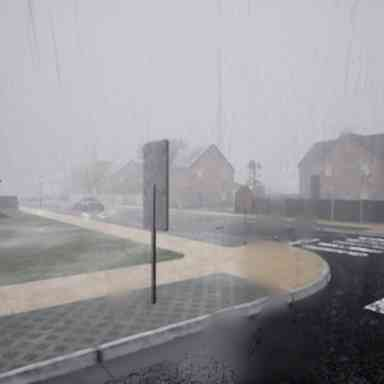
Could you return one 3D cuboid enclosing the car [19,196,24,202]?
[{"bbox_3d":[-40.877,1.591,81.286,2.033,1.411,5.357,0,-1,-36],"label":"car"}]

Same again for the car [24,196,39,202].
[{"bbox_3d":[-34.968,1.459,73.166,1.994,1.385,4.181,0,-1,-36],"label":"car"}]

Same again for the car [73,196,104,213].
[{"bbox_3d":[-11.027,1.225,35.426,2.097,1.767,4.553,0,0,-36],"label":"car"}]
